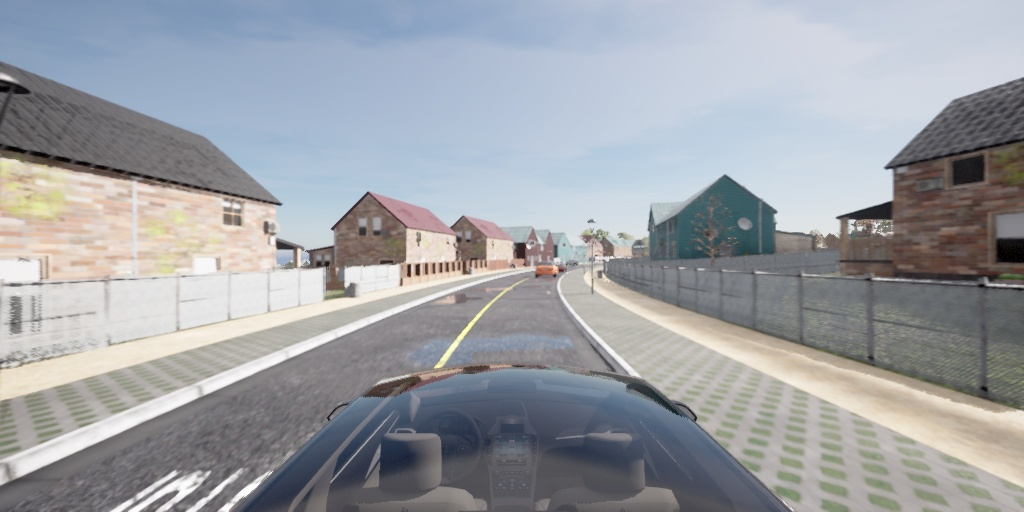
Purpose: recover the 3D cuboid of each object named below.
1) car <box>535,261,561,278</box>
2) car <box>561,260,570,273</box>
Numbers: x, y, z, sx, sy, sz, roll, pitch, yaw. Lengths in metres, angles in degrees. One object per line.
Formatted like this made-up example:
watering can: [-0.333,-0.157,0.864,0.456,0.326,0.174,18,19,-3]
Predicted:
car: [3.712,1.298,37.826,2.097,1.767,4.553,0,0,11]
car: [6.229,1.484,47.845,1.994,1.385,4.181,0,0,15]
